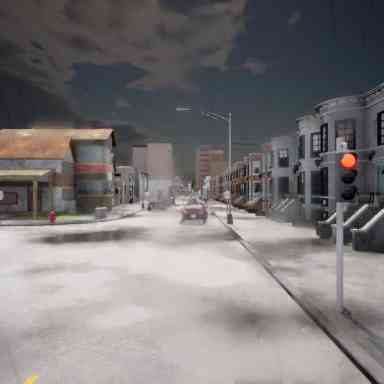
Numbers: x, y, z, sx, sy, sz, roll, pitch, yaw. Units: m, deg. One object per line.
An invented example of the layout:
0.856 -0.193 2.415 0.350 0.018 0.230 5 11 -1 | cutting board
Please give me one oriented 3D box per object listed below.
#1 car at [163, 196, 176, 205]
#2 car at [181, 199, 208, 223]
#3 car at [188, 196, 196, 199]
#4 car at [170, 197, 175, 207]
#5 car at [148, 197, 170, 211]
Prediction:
-3.983 1.547 59.882 2.033 1.411 5.357 0 0 1 | car
0.197 1.525 25.299 1.812 1.442 4.674 0 0 3 | car
0.134 1.690 73.306 2.033 1.411 5.357 0 0 0 | car
-4.032 1.505 49.433 1.837 1.490 4.892 0 0 0 | car
-4.056 1.564 39.488 1.994 1.385 4.181 0 0 0 | car
